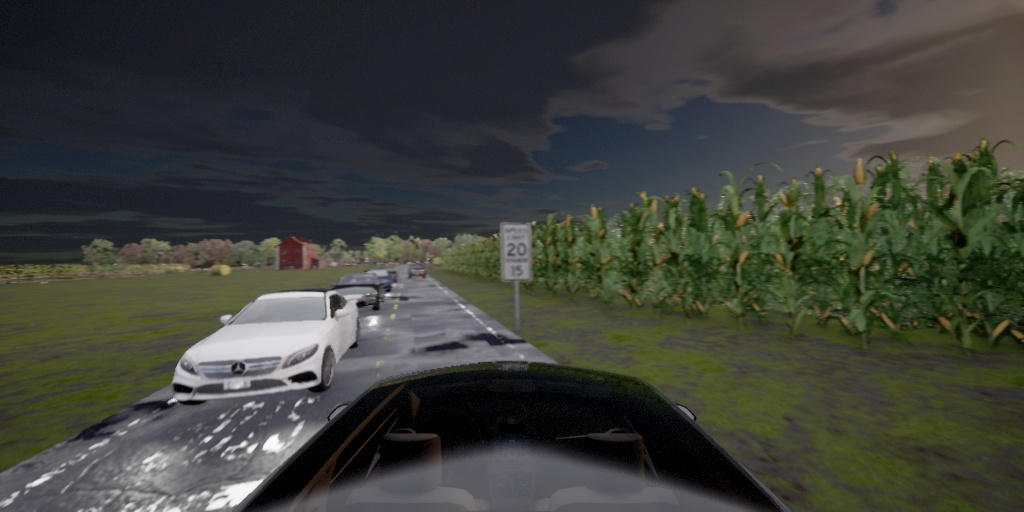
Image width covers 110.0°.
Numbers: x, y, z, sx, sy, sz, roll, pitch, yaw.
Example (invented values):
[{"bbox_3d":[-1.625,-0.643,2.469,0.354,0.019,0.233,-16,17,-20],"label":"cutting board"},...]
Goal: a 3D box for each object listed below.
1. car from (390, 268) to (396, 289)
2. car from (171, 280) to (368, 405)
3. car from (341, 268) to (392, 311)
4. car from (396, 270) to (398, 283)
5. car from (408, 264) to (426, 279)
[{"bbox_3d":[-9.146,1.637,24.500,1.812,1.442,4.674,-1,-1,-16],"label":"car"},{"bbox_3d":[-4.099,1.391,6.826,1.812,1.442,4.674,-1,-1,-15],"label":"car"},{"bbox_3d":[-6.597,1.478,15.631,2.128,1.511,4.902,-1,-1,-16],"label":"car"},{"bbox_3d":[-11.860,1.810,34.031,1.994,1.385,4.181,-1,-1,-16],"label":"car"},{"bbox_3d":[-10.964,1.792,41.452,2.128,1.511,4.902,-1,-1,-16],"label":"car"}]
